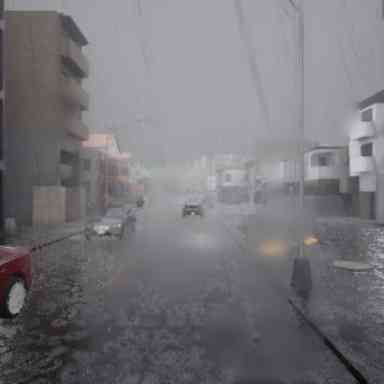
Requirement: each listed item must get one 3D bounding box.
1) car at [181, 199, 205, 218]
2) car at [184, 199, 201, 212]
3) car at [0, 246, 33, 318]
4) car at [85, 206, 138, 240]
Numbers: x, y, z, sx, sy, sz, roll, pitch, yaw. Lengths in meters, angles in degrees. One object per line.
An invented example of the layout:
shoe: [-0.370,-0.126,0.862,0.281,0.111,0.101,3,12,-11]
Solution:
car: [0.081,1.535,30.148,1.837,1.490,4.892,0,0,0]
car: [0.072,1.587,41.375,2.033,1.411,5.357,0,0,0]
car: [-4.098,1.484,4.572,1.882,1.535,5.008,0,0,0]
car: [-4.010,1.510,17.115,2.128,1.511,4.902,0,0,0]
